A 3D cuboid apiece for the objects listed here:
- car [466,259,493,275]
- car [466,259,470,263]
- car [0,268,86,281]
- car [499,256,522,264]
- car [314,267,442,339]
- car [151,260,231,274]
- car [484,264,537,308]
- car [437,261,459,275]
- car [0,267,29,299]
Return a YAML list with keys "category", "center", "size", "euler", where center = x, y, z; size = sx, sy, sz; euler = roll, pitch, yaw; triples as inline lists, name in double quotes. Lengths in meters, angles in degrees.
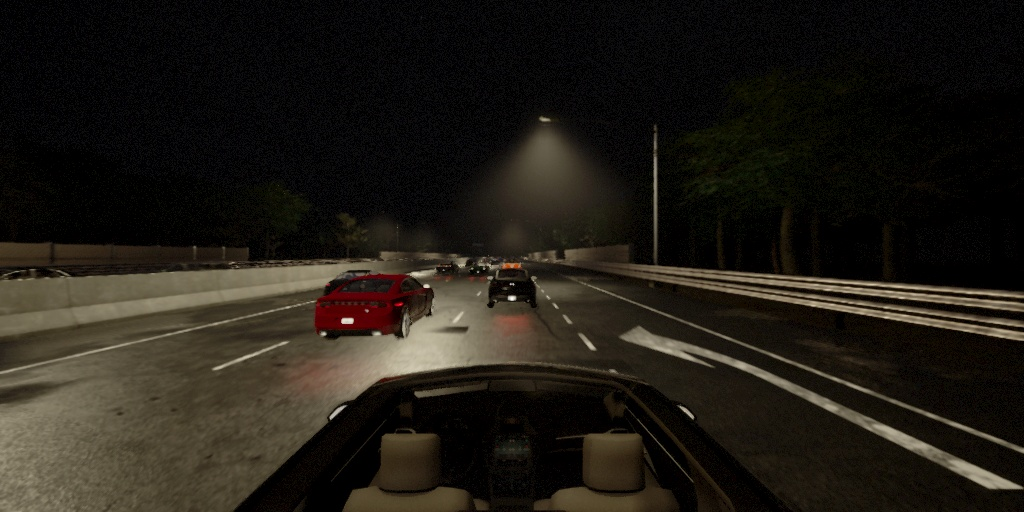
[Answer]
- category: "car"
  center: [-3.497, 1.348, 39.344]
  size: [1.895, 1.301, 4.718]
  euler: [0, 0, 0]
- category: "car"
  center: [-6.992, 1.176, 63.201]
  size: [1.882, 1.535, 5.008]
  euler: [0, 0, 0]
- category: "car"
  center: [-21.095, 1.264, 15.046]
  size: [1.837, 1.490, 4.892]
  euler: [0, 0, 0]
- category: "car"
  center: [0.005, 1.099, 39.273]
  size: [2.097, 1.767, 4.553]
  euler: [0, 0, 0]
- category: "car"
  center: [-3.500, 1.235, 10.107]
  size: [1.882, 1.535, 5.008]
  euler: [0, 0, 0]
- category: "car"
  center: [-17.590, 1.112, 19.619]
  size: [2.097, 1.767, 4.553]
  euler: [0, 0, 0]
- category: "car"
  center: [0.002, 1.267, 15.342]
  size: [1.837, 1.490, 4.892]
  euler: [0, 0, 0]
- category: "car"
  center: [-6.995, 1.239, 39.333]
  size: [2.128, 1.511, 4.902]
  euler: [0, 0, 0]
- category: "car"
  center: [-24.592, 1.284, 15.245]
  size: [1.812, 1.442, 4.674]
  euler: [0, 0, 0]
